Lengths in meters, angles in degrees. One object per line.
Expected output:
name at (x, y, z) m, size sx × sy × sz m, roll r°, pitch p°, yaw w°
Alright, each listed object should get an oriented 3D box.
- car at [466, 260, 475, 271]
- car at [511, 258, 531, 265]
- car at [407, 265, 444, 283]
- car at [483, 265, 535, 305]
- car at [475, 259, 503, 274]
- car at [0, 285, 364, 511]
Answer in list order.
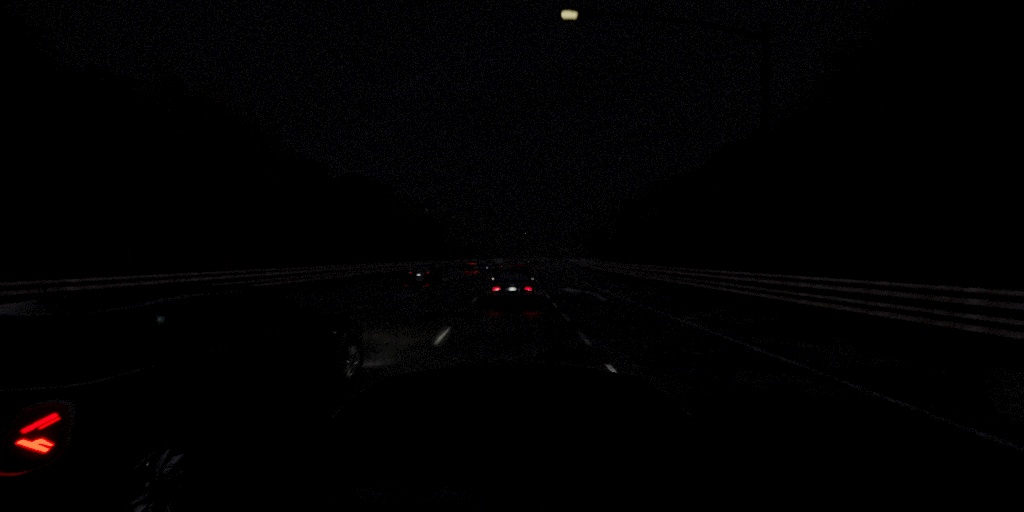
car at (-5.345, 1.307, 52.103) m, size 2.128 × 1.511 × 4.902 m, roll 0°, pitch 0°, yaw 5°
car at (1.080, 1.272, 44.128) m, size 1.882 × 1.535 × 5.008 m, roll 0°, pitch 0°, yaw 4°
car at (-6.719, 1.353, 28.139) m, size 1.994 × 1.385 × 4.181 m, roll 0°, pitch 0°, yaw 2°
car at (0.032, 1.311, 16.147) m, size 2.033 × 1.411 × 5.357 m, roll 0°, pitch 0°, yaw 0°
car at (-2.575, 1.346, 42.119) m, size 2.033 × 1.411 × 5.357 m, roll 0°, pitch 0°, yaw 4°
car at (-3.500, 1.107, 4.112) m, size 2.097 × 1.767 × 4.553 m, roll 0°, pitch 0°, yaw 0°
